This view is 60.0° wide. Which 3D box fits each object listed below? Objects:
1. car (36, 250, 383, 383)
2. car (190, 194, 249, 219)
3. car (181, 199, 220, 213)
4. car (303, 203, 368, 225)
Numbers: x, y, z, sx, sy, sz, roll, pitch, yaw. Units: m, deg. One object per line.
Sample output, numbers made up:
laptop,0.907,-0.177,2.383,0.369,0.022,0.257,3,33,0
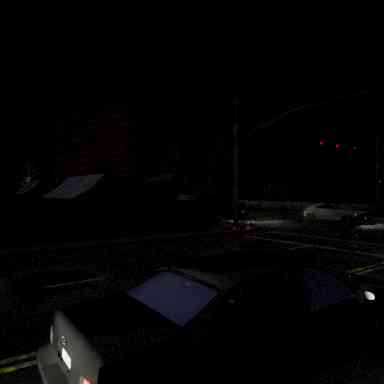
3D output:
car,0.915,1.547,4.463,5.357,1.411,2.033,0,0,-35
car,2.513,1.216,29.449,2.150,2.045,5.566,0,1,-37
car,0.902,1.526,37.420,1.812,1.442,4.674,0,0,-37
car,10.486,1.525,24.643,1.812,1.442,4.674,0,0,-36
